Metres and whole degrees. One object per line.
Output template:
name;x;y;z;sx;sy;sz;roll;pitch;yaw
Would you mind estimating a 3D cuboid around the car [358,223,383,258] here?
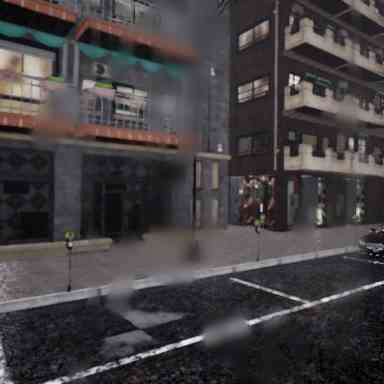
car;7.769;1.691;12.086;4.403;1.369;2.008;1;0;-35
